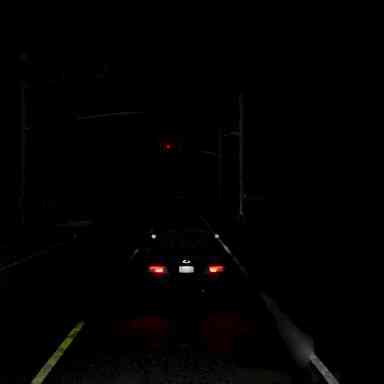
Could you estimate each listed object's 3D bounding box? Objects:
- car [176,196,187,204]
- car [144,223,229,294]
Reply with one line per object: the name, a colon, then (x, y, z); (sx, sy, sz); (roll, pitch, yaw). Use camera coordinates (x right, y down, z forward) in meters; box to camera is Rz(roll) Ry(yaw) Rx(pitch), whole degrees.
car: (-1.982, 1.522, 63.433); (1.812, 1.442, 4.674); (0, 0, -2)
car: (-0.175, 1.547, 8.963); (2.033, 1.411, 5.357); (0, 0, -1)
